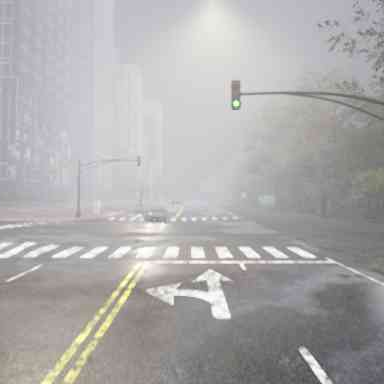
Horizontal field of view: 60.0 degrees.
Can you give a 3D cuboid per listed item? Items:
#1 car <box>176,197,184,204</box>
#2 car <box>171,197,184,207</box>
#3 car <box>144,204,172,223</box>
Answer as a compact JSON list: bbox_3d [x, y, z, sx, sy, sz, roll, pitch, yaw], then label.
[{"bbox_3d":[-3.291,2.314,91.162,2.150,2.045,5.566,0,-1,0],"label":"car"},{"bbox_3d":[-3.281,2.071,70.924,2.150,2.045,5.566,0,-1,0],"label":"car"},{"bbox_3d":[-3.264,2.163,31.160,1.994,1.385,4.181,1,2,0],"label":"car"}]
